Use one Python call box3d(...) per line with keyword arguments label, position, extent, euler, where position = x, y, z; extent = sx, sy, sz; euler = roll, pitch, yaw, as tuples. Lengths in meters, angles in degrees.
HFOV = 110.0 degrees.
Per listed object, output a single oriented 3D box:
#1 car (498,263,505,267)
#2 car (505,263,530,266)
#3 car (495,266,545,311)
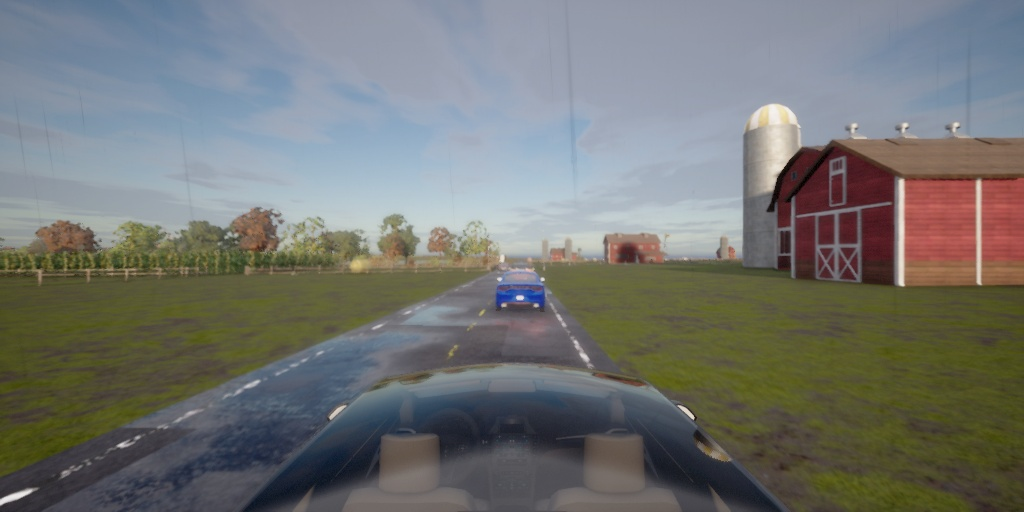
box3d(label="car", position=(-1.249, 1.794, 58.534), extent=(1.812, 1.442, 4.674), euler=(0, -1, 2))
box3d(label="car", position=(0.767, 1.358, 29.010), extent=(2.097, 1.767, 4.553), euler=(0, -1, 2))
box3d(label="car", position=(0.382, 1.357, 15.263), extent=(1.882, 1.535, 5.008), euler=(0, 0, 2))
